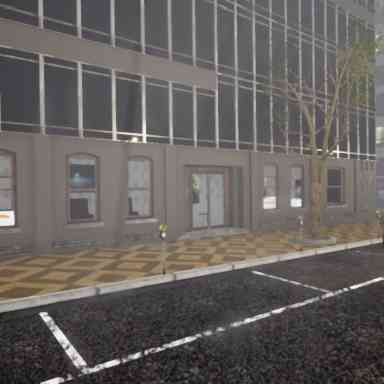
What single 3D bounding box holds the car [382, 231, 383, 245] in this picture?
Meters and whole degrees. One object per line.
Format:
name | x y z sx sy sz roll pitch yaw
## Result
car | 9.365 1.433 13.280 4.097 1.590 1.967 0 -1 -36
